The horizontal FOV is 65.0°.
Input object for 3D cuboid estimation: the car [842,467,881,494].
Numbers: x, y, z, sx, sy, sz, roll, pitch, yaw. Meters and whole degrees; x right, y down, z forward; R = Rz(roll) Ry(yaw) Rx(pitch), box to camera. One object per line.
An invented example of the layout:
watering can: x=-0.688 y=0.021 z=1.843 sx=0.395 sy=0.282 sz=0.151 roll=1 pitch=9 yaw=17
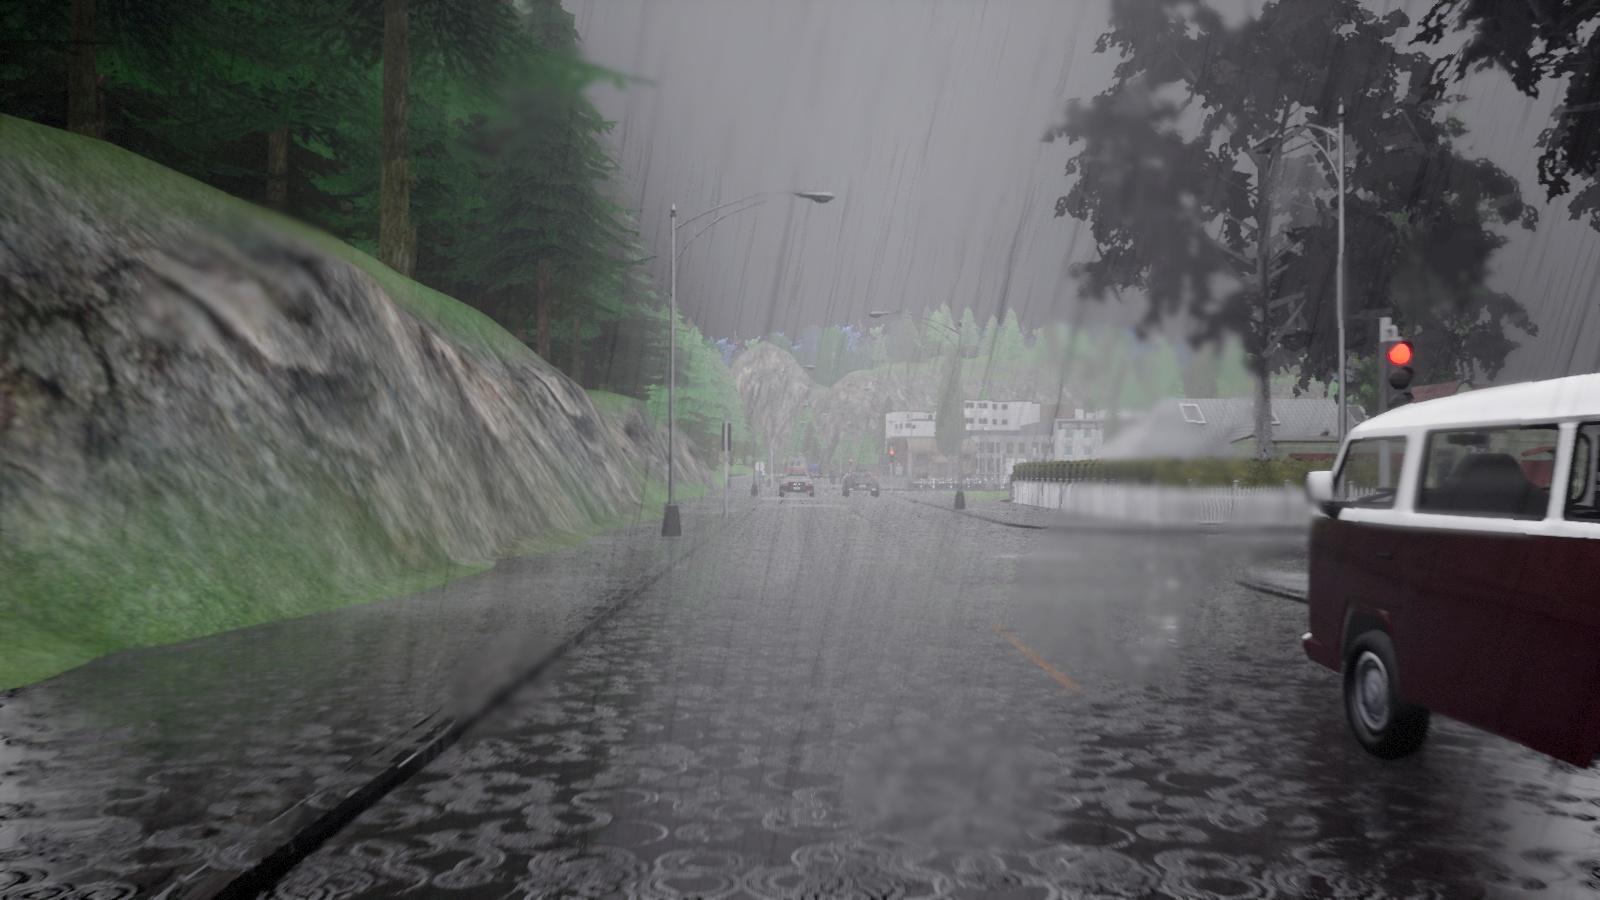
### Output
car: x=3.816 y=1.898 z=78.869 sx=2.152 sy=1.651 sz=5.027 roll=0 pitch=-1 yaw=0

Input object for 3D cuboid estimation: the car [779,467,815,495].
car: x=-0.184 y=1.900 z=77.991 sx=2.152 sy=1.651 sz=5.027 roll=0 pitch=-1 yaw=0

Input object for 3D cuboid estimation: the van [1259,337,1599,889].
van: x=3.986 y=0.619 z=5.796 sx=2.069 sy=2.038 sz=4.480 roll=0 pitch=-1 yaw=0
